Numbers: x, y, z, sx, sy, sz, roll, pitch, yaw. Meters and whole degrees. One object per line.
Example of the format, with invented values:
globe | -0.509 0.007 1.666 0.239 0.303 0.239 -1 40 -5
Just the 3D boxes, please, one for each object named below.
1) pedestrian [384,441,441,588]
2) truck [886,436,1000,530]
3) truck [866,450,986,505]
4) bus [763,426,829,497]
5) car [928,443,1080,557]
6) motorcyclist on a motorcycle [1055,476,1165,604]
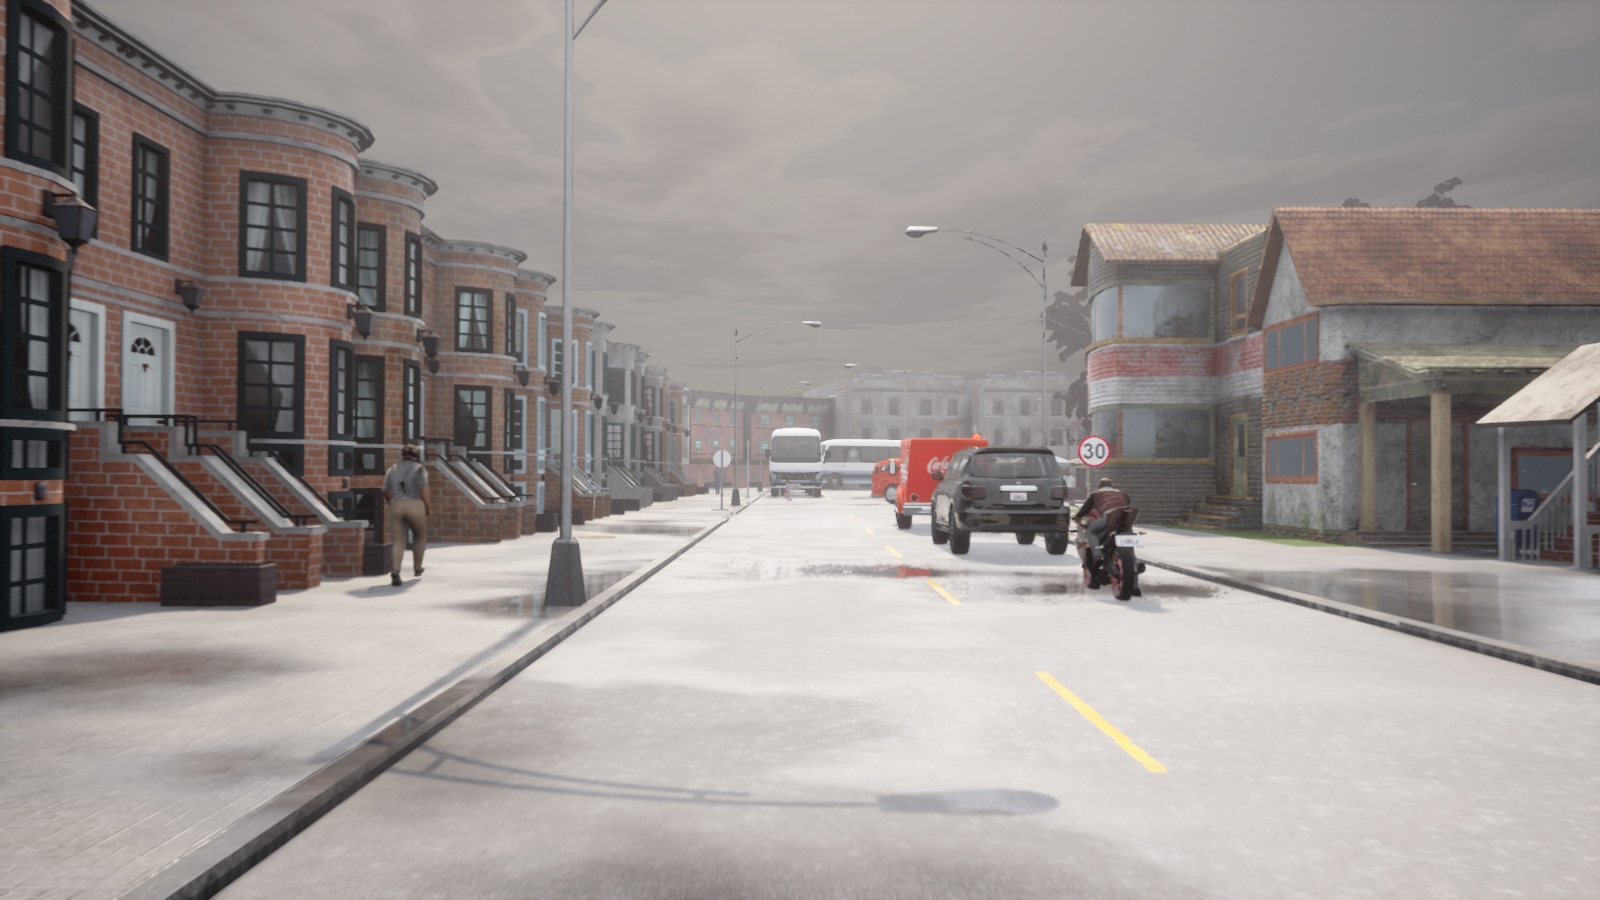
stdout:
pedestrian | -4.993 0.815 16.200 0.540 1.848 0.694 0 -1 -2
truck | 3.910 0.905 35.426 2.627 2.467 5.204 0 -1 0
truck | 6.014 1.295 59.738 5.204 2.467 2.627 -1 1 16
bus | -0.209 0.783 80.315 3.944 4.253 10.273 0 -1 0
car | 3.939 0.942 25.312 2.150 2.045 5.566 0 -1 0
motorcyclist on a motorcycle | 3.962 1.106 16.241 0.866 1.530 2.191 0 -1 0
